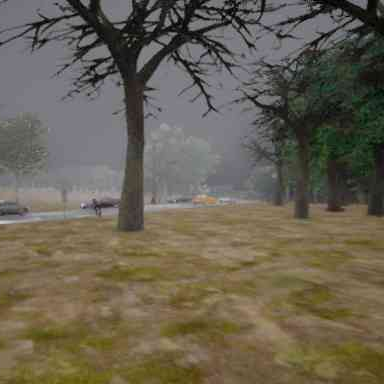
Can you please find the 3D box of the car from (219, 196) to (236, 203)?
[{"bbox_3d":[6.477,1.369,59.875,1.895,1.301,4.718,1,0,23],"label":"car"}]

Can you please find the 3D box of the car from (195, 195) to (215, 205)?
[{"bbox_3d":[1.874,1.167,50.505,1.882,1.535,5.008,1,0,28],"label":"car"}]

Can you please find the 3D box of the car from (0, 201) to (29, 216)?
[{"bbox_3d":[-16.177,1.431,28.183,1.994,1.385,4.181,1,2,37],"label":"car"}]

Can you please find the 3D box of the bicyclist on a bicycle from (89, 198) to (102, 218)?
[{"bbox_3d":[-8.175,1.354,28.135,1.656,1.620,0.582,-1,0,36],"label":"bicyclist on a bicycle"}]

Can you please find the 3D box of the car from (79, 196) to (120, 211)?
[{"bbox_3d":[-10.080,1.225,36.699,2.128,1.511,4.902,1,1,34],"label":"car"}]

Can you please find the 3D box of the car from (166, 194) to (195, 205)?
[{"bbox_3d":[-1.937,1.133,50.013,1.837,1.490,4.892,1,0,29],"label":"car"}]
